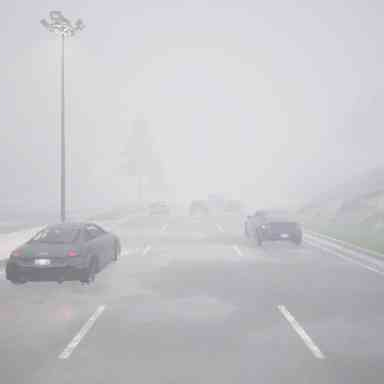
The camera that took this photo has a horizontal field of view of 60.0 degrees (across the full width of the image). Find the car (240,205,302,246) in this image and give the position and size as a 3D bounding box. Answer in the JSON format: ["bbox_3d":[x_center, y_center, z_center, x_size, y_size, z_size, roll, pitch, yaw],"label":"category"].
[{"bbox_3d":[3.599,1.525,15.234,1.812,1.442,4.674,0,0,0],"label":"car"}]

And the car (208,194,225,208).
[{"bbox_3d":[3.393,1.221,44.414,2.150,2.045,5.566,0,0,16],"label":"car"}]

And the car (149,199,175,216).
[{"bbox_3d":[-2.866,1.477,32.928,1.882,1.535,5.008,0,0,6],"label":"car"}]

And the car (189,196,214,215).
[{"bbox_3d":[0.915,1.505,34.237,1.837,1.490,4.892,0,0,9],"label":"car"}]

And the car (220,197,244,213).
[{"bbox_3d":[4.642,1.547,36.069,2.033,1.411,5.357,0,0,13],"label":"car"}]

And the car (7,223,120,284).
[{"bbox_3d":[-3.399,1.564,9.585,1.994,1.385,4.181,0,0,0],"label":"car"}]
